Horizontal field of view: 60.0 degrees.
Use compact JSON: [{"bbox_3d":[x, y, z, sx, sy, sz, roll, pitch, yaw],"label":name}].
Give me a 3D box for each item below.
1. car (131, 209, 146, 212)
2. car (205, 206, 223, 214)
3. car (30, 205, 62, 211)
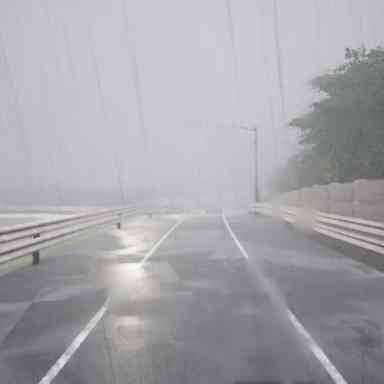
[{"bbox_3d":[-10.361,3.709,66.173,4.892,1.490,1.837,4,-5,-41],"label":"car"},{"bbox_3d":[5.551,4.583,82.696,2.150,2.045,5.566,-3,-5,37],"label":"car"},{"bbox_3d":[-24.593,2.969,56.060,5.008,1.535,1.882,2,-4,-31],"label":"car"}]
